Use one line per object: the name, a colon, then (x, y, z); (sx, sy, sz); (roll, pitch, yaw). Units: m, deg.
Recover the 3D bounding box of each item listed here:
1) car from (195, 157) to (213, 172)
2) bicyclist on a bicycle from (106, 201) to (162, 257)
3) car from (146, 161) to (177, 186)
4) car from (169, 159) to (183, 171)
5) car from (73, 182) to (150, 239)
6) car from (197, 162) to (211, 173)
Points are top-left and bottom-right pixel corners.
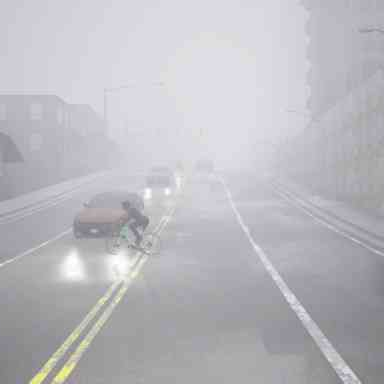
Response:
car: (1.472, -3.391, 39.899); (2.097, 1.767, 4.553); (0, 6, 2)
bicyclist on a bicycle: (-1.706, 1.081, 9.575); (1.656, 1.620, 0.582); (-2, 4, 2)
car: (-2.637, -1.421, 27.893); (1.837, 1.490, 4.892); (0, 9, 2)
car: (-2.118, -3.438, 41.968); (2.128, 1.511, 4.902); (0, 5, 2)
car: (-3.168, 0.730, 13.507); (1.882, 1.535, 5.008); (0, 7, 2)
car: (1.788, -3.621, 49.834); (1.895, 1.301, 4.718); (0, 0, 2)
